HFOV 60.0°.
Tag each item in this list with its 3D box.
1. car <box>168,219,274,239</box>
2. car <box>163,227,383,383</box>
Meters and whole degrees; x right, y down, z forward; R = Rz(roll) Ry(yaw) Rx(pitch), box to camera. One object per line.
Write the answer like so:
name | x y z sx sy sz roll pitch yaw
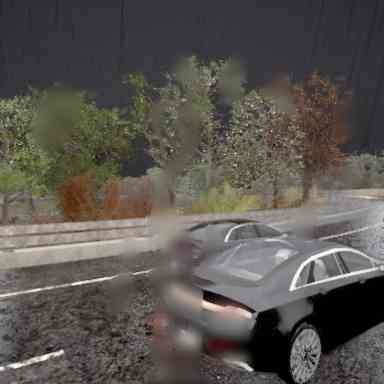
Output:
car | 1.471 1.533 9.574 4.892 1.490 1.837 0 0 -39
car | 1.858 1.505 5.421 4.902 1.511 2.128 0 0 -38
